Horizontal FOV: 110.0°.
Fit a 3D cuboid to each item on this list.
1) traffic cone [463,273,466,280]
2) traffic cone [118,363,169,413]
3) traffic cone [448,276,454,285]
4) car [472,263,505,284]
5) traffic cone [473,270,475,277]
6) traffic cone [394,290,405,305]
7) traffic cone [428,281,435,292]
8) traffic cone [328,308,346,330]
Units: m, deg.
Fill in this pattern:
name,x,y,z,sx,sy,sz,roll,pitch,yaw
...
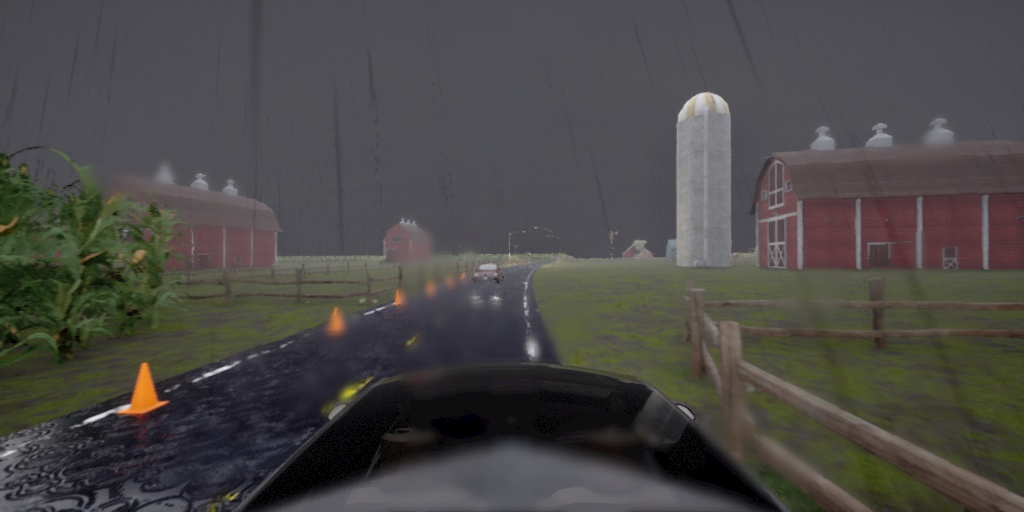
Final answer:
name,x,y,z,sx,sy,sz,roll,pitch,yaw
traffic cone,-3.957,1.693,29.816,0.340,0.580,0.340,0,0,3
traffic cone,-4.821,1.697,4.702,0.340,0.580,0.340,0,0,0
traffic cone,-4.236,1.693,24.798,0.340,0.580,0.340,0,0,3
car,-1.718,1.265,27.073,1.812,1.442,4.674,0,0,3
traffic cone,-3.626,1.693,34.832,0.340,0.580,0.340,0,0,4
traffic cone,-4.634,1.694,14.753,0.340,0.580,0.340,0,0,2
traffic cone,-4.462,1.694,19.777,0.340,0.580,0.340,0,0,2
traffic cone,-4.754,1.696,9.728,0.340,0.580,0.340,0,0,1
